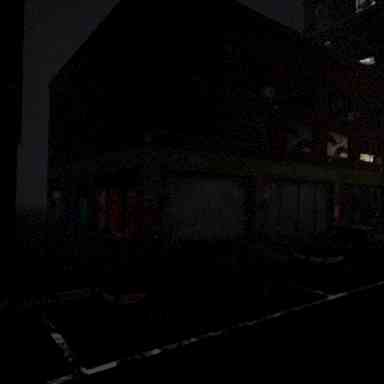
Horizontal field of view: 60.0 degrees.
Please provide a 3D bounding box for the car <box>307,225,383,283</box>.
[{"bbox_3d":[4.720,1.678,9.913,4.206,1.307,1.802,1,0,-35],"label":"car"}]

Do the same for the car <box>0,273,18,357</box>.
[{"bbox_3d":[-4.350,1.528,3.443,4.507,1.381,1.887,1,0,-35],"label":"car"}]

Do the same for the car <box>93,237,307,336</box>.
[{"bbox_3d":[0.184,1.621,6.677,4.206,1.307,1.802,1,0,-35],"label":"car"}]
